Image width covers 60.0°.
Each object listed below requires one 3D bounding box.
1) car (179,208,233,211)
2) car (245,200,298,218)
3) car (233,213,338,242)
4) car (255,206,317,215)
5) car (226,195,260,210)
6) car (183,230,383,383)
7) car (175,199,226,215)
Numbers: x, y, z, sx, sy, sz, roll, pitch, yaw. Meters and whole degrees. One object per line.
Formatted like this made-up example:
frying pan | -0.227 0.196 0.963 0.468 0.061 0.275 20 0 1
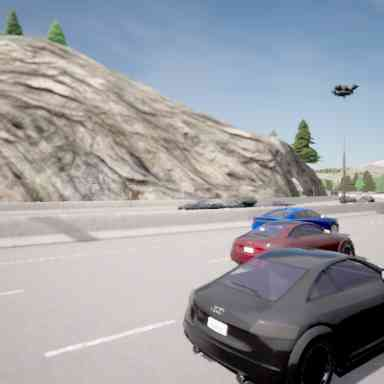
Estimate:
car | 1.456 1.599 31.024 4.718 1.301 1.895 0 0 -37
car | 7.576 1.546 31.368 5.357 1.411 2.033 0 0 -39
car | 3.199 1.563 10.331 4.181 1.385 1.994 0 0 -36
car | 5.060 1.477 15.995 5.008 1.535 1.882 0 0 -36
car | 6.905 1.349 44.545 4.553 1.767 2.097 0 0 -42
car | 1.935 1.564 5.127 4.181 1.385 1.994 0 0 -36
car | 0.952 1.546 35.045 5.357 1.411 2.033 0 0 -38
